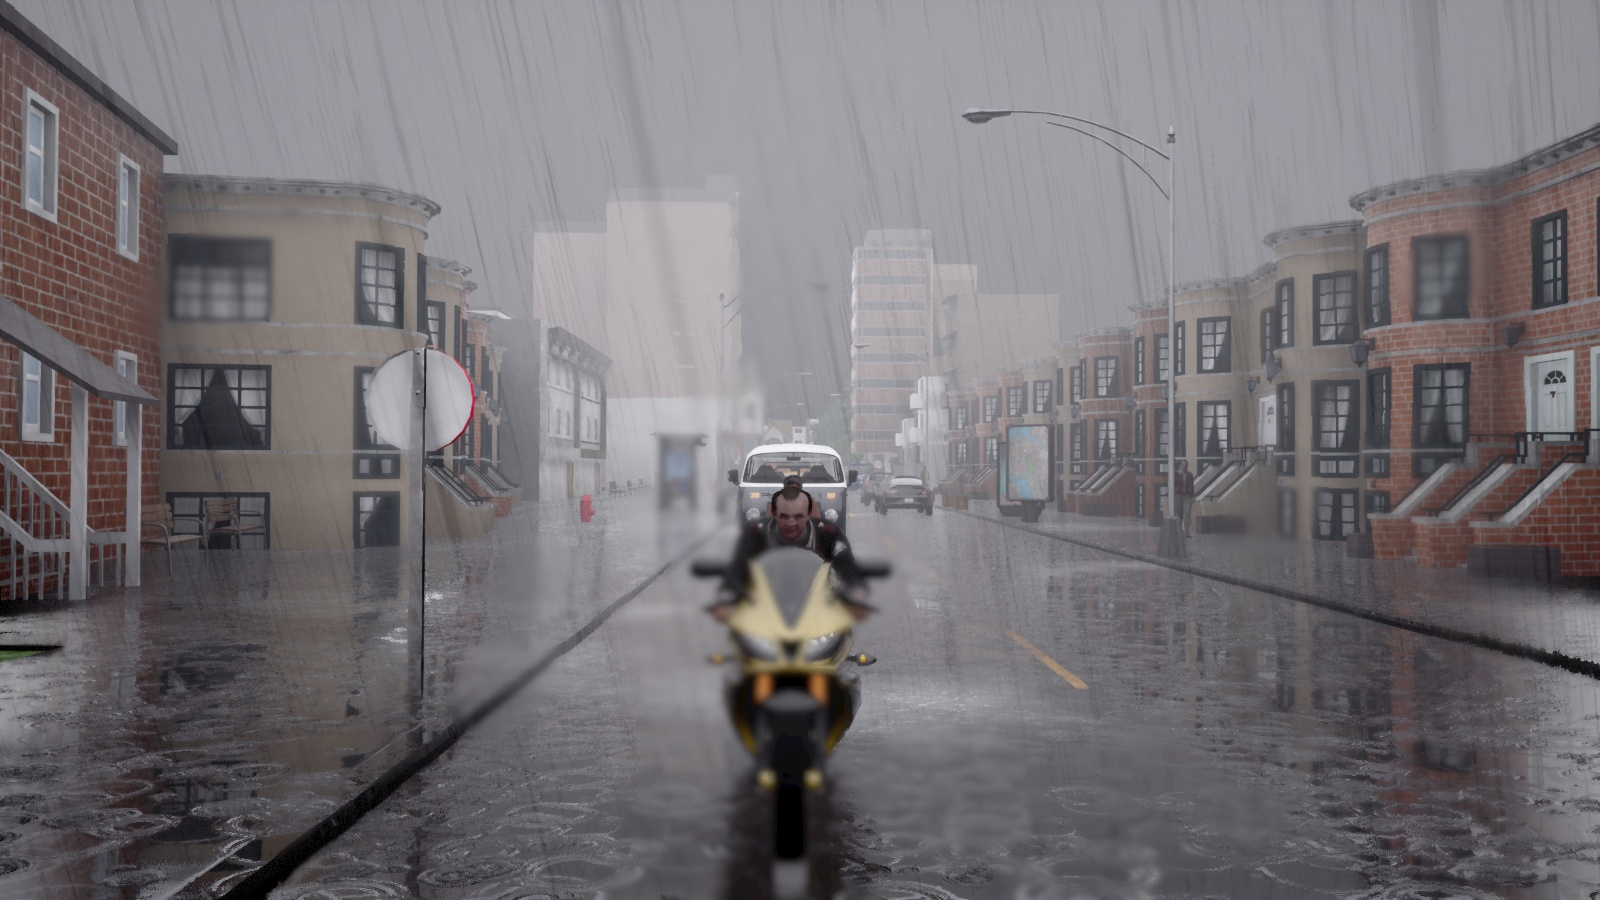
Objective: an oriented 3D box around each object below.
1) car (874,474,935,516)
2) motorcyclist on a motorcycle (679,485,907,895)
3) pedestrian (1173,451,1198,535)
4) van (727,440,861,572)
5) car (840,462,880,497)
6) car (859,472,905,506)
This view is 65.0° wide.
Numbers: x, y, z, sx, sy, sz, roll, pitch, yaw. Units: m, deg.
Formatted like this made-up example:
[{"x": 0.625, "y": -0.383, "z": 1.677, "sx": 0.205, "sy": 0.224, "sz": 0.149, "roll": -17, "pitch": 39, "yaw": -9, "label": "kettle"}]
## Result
[{"x": 3.786, "y": 1.597, "z": 46.097, "sx": 1.812, "sy": 1.442, "sz": 4.674, "roll": 0, "pitch": -1, "yaw": 0, "label": "car"}, {"x": -0.033, "y": 0.949, "z": 5.905, "sx": 0.866, "sy": 1.530, "sz": 2.191, "roll": 0, "pitch": -1, "yaw": 0, "label": "motorcyclist on a motorcycle"}, {"x": 8.613, "y": 0.960, "z": 28.065, "sx": 0.376, "sy": 1.854, "sz": 0.720, "roll": 0, "pitch": -1, "yaw": 4, "label": "pedestrian"}, {"x": -0.106, "y": 0.903, "z": 21.711, "sx": 2.069, "sy": 2.038, "sz": 4.480, "roll": 0, "pitch": -1, "yaw": 0, "label": "van"}, {"x": 3.635, "y": 1.808, "z": 76.947, "sx": 2.150, "sy": 2.045, "sz": 5.566, "roll": 0, "pitch": -1, "yaw": 0, "label": "car"}, {"x": 3.734, "y": 1.778, "z": 57.570, "sx": 1.845, "sy": 1.501, "sz": 3.633, "roll": 0, "pitch": -1, "yaw": 0, "label": "car"}]
